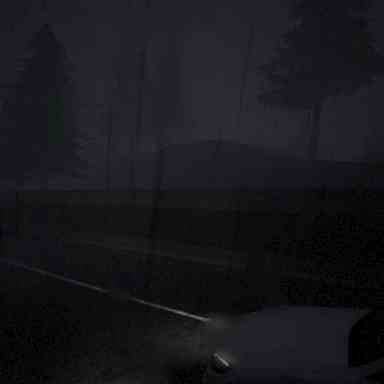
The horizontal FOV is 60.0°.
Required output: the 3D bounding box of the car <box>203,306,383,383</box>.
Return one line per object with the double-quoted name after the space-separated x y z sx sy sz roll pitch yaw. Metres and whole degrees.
2.285 1.534 2.446 4.674 1.442 1.812 0 0 35 "car"
